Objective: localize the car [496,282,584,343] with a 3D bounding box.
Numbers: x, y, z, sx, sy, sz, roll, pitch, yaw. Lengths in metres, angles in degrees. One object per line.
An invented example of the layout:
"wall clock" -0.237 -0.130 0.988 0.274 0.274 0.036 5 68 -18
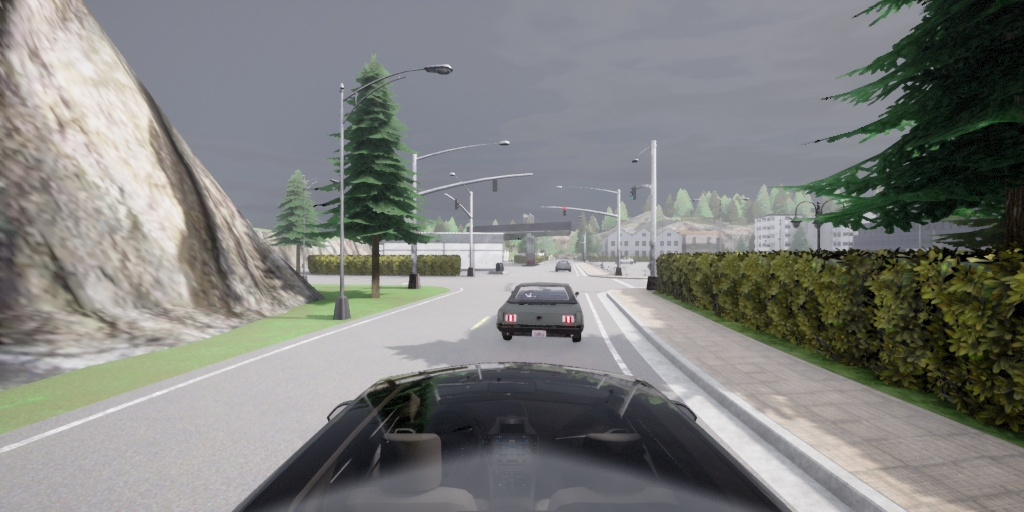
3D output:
"car" 0.883 1.350 9.760 1.895 1.301 4.718 0 0 8

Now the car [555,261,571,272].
"car" 6.566 1.312 45.812 1.994 1.385 4.181 0 0 9
